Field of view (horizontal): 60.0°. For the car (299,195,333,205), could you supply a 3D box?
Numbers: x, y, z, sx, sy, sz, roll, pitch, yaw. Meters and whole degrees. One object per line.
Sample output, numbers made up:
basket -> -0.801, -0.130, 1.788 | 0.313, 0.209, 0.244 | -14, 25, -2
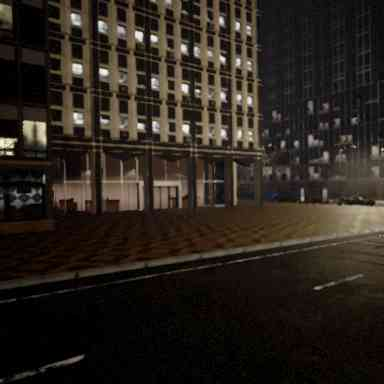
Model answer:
car -> 17.959, 1.110, 47.353 | 1.802, 1.307, 4.206 | -1, 1, -34

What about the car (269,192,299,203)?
car -> 14.793, 1.041, 52.073 | 1.947, 1.339, 4.313 | -1, 1, -34

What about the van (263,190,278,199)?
van -> 15.320, 0.522, 66.209 | 1.690, 1.788, 3.998 | -1, 1, -34

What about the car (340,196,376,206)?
car -> 21.159, 1.145, 42.653 | 1.947, 1.339, 4.313 | -1, 1, -34

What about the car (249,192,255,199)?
car -> 12.108, 0.710, 70.900 | 1.802, 1.307, 4.206 | -1, 1, -34

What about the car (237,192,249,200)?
car -> 8.386, 0.751, 66.228 | 1.882, 1.535, 5.008 | -2, 1, -34
